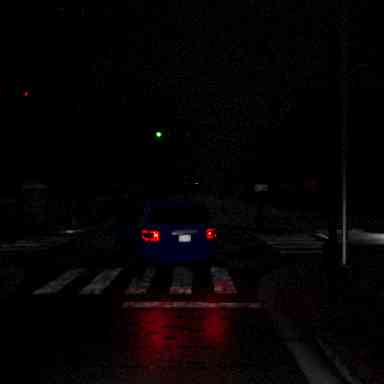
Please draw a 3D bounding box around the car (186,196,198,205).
[{"bbox_3d":[-0.010,1.475,57.714,1.882,1.535,5.008,0,0,0],"label":"car"}]

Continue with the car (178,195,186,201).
[{"bbox_3d":[-2.659,1.658,90.491,2.008,1.369,4.403,-1,0,0],"label":"car"}]

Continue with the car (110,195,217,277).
[{"bbox_3d":[-1.123,1.201,10.502,2.150,2.045,5.566,0,0,-21],"label":"car"}]

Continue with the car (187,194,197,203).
[{"bbox_3d":[-0.012,1.395,68.104,2.097,1.767,4.553,0,0,0],"label":"car"}]

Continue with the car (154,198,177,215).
[{"bbox_3d":[-2.648,1.406,33.604,1.967,1.590,4.097,0,0,0],"label":"car"}]

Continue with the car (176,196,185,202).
[{"bbox_3d":[-2.657,1.606,79.113,1.887,1.381,4.507,0,0,0],"label":"car"}]

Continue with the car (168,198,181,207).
[{"bbox_3d":[-2.651,1.566,50.670,1.802,1.307,4.206,0,0,0],"label":"car"}]

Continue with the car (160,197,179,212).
[{"bbox_3d":[-2.648,1.409,39.292,1.967,1.590,4.097,0,0,0],"label":"car"}]

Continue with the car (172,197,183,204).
[{"bbox_3d":[-2.653,1.559,62.047,2.008,1.369,4.403,0,0,0],"label":"car"}]
